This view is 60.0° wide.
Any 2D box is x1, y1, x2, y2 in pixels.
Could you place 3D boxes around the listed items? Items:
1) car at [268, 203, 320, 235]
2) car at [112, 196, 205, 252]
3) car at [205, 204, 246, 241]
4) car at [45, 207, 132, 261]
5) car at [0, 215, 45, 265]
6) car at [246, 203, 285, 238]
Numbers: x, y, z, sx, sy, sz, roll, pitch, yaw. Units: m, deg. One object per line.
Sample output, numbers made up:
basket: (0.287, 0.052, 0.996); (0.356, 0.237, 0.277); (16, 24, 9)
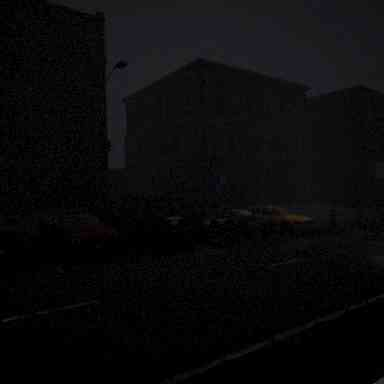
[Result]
car: (4.587, 1.435, 18.998); (1.946, 1.575, 5.366); (0, 0, -36)
car: (-2.220, 1.210, 14.297); (2.435, 2.045, 5.566); (0, 0, -36)
car: (0.042, 1.325, 15.872); (2.185, 1.767, 4.553); (0, 0, -36)
car: (-4.431, 1.476, 12.653); (2.097, 1.535, 5.008); (0, 0, -36)
car: (-6.651, 1.495, 11.021); (2.097, 1.535, 5.008); (-1, 0, -36)
car: (2.248, 1.483, 17.525); (2.002, 1.452, 4.674); (0, 0, -36)
